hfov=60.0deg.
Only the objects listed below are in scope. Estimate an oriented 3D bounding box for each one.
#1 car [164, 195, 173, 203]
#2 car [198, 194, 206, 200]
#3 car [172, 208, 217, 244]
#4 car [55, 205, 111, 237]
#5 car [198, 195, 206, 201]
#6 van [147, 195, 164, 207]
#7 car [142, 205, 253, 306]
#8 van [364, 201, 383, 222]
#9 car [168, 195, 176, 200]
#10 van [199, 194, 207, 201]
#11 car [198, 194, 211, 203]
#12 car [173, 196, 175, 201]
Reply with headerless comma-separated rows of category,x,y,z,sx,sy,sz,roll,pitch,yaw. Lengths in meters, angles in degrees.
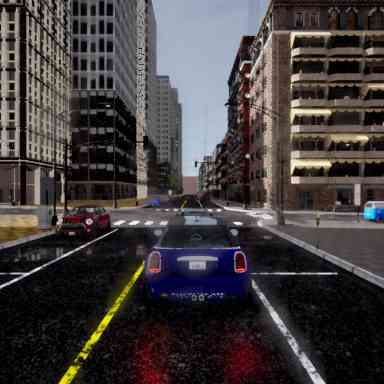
car,-5.665,1.553,72.258,1.752,1.417,4.829,0,0,0
car,2.723,1.363,94.629,2.192,1.841,5.009,0,0,0
car,0.106,1.565,16.625,1.994,1.385,4.181,0,0,0
car,-5.685,1.442,17.750,1.967,1.590,4.097,0,0,0
car,2.722,1.593,89.078,2.008,1.369,4.403,0,0,0
van,-5.673,1.354,50.224,1.690,1.788,3.998,0,0,0
car,0.102,1.353,8.167,2.097,1.767,4.553,0,0,0
van,16.940,1.707,28.474,3.998,1.788,1.690,1,-1,0
car,-5.657,1.573,94.461,1.752,1.417,4.829,0,0,0
van,2.719,1.378,83.528,1.690,1.788,3.998,0,0,0
car,2.713,1.339,66.875,2.192,1.841,5.009,0,0,0
car,-5.659,1.482,89.080,1.967,1.590,4.097,0,0,0
